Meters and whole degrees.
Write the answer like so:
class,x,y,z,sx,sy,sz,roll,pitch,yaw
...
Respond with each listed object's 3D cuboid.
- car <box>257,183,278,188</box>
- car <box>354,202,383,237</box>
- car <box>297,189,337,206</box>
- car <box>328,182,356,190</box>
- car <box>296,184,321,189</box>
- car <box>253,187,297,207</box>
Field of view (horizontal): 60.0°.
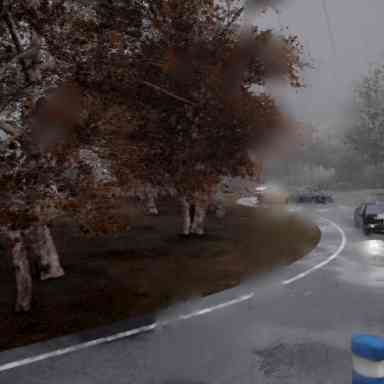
class,x,y,z,sx,sy,sz,roll,pitch,yaw
car,11.796,-0.329,52.699,2.150,2.045,5.566,-2,2,39
car,9.174,1.230,16.346,2.033,1.411,5.357,-2,1,20
car,12.047,0.626,33.666,1.895,1.301,4.718,-3,2,-20
car,27.751,-1.074,61.504,4.892,1.490,1.837,-2,2,-2
car,19.335,-0.526,55.373,4.902,1.511,2.128,-4,2,-29
car,8.483,0.627,34.713,1.882,1.535,5.008,-3,2,-12
